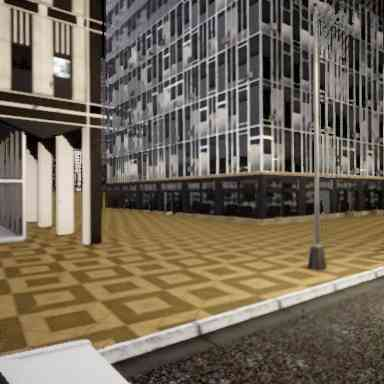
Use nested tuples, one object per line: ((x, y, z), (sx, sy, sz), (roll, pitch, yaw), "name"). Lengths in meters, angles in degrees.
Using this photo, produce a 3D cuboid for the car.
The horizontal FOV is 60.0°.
((-2.350, 1.618, 1.179), (4.718, 1.301, 1.895), (0, 0, -37), "car")
